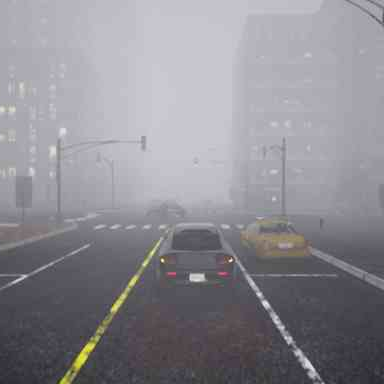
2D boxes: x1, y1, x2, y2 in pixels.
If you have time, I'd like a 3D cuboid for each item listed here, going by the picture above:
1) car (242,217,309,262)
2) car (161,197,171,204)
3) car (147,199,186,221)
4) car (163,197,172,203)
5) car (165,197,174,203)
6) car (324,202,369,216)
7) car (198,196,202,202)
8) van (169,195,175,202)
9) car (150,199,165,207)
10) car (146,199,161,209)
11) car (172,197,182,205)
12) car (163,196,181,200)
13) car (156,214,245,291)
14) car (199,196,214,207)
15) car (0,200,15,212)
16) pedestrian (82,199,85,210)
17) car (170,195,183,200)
[{"bbox_3d":[2.808,1.580,12.263,1.752,1.417,4.829,-1,0,0],"label":"car"},{"bbox_3d":[-5.700,1.872,72.665,1.887,1.381,4.507,-1,0,0],"label":"car"},{"bbox_3d":[-2.219,1.615,27.434,2.128,1.511,4.902,1,0,-28],"label":"car"},{"bbox_3d":[-5.699,1.935,78.320,1.802,1.307,4.206,-1,0,0],"label":"car"},{"bbox_3d":[-5.699,1.923,83.974,1.887,1.381,4.507,-1,0,0],"label":"car"},{"bbox_3d":[16.315,1.787,35.225,4.403,1.369,2.008,0,0,1],"label":"car"},{"bbox_3d":[2.679,1.844,89.630,1.967,1.590,4.097,-1,0,0],"label":"car"},{"bbox_3d":[-5.702,1.771,95.285,1.690,1.788,3.998,-1,0,0],"label":"van"},{"bbox_3d":[-5.700,1.815,55.702,1.947,1.339,4.313,-1,0,0],"label":"car"},{"bbox_3d":[-5.701,1.748,49.878,1.752,1.417,4.829,-1,0,0],"label":"car"},{"bbox_3d":[-2.997,1.811,68.258,1.837,1.490,4.892,0,0,0],"label":"car"},{"bbox_3d":[-3.090,1.762,48.110,2.033,1.411,5.357,0,0,0],"label":"car"},{"bbox_3d":[0.101,1.566,9.014,1.812,1.442,4.674,0,0,0],"label":"car"},{"bbox_3d":[2.680,1.800,55.702,2.008,1.369,4.403,-1,0,0],"label":"car"},{"bbox_3d":[-21.660,1.444,35.726,4.829,1.417,1.752,0,0,1],"label":"car"},{"bbox_3d":[-12.547,1.382,38.571,0.375,1.300,0.375,0,0,1],"label":"pedestrian"},{"bbox_3d":[-3.070,1.751,58.062,2.128,1.511,4.902,0,0,0],"label":"car"}]
